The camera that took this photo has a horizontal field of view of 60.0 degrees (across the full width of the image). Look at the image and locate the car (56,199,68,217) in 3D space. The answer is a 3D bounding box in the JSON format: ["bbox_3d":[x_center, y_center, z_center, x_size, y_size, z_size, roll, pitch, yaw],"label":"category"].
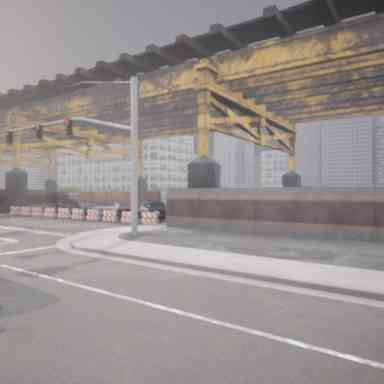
[{"bbox_3d":[-11.500,1.442,31.651,2.038,1.542,4.974,0,0,-11],"label":"car"}]

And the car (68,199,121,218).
[{"bbox_3d":[-7.743,1.443,28.984,4.974,1.542,2.038,0,0,-1],"label":"car"}]

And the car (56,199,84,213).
[{"bbox_3d":[-11.511,1.284,31.702,1.853,1.218,4.536,0,0,-11],"label":"car"}]

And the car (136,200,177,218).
[{"bbox_3d":[-2.939,1.288,26.556,1.853,1.218,4.536,0,0,-26],"label":"car"}]

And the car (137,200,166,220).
[{"bbox_3d":[-2.916,1.445,26.509,2.038,1.542,4.974,0,0,-26],"label":"car"}]

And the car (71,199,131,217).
[{"bbox_3d":[-7.691,1.286,28.985,4.536,1.218,1.853,0,0,-1],"label":"car"}]
